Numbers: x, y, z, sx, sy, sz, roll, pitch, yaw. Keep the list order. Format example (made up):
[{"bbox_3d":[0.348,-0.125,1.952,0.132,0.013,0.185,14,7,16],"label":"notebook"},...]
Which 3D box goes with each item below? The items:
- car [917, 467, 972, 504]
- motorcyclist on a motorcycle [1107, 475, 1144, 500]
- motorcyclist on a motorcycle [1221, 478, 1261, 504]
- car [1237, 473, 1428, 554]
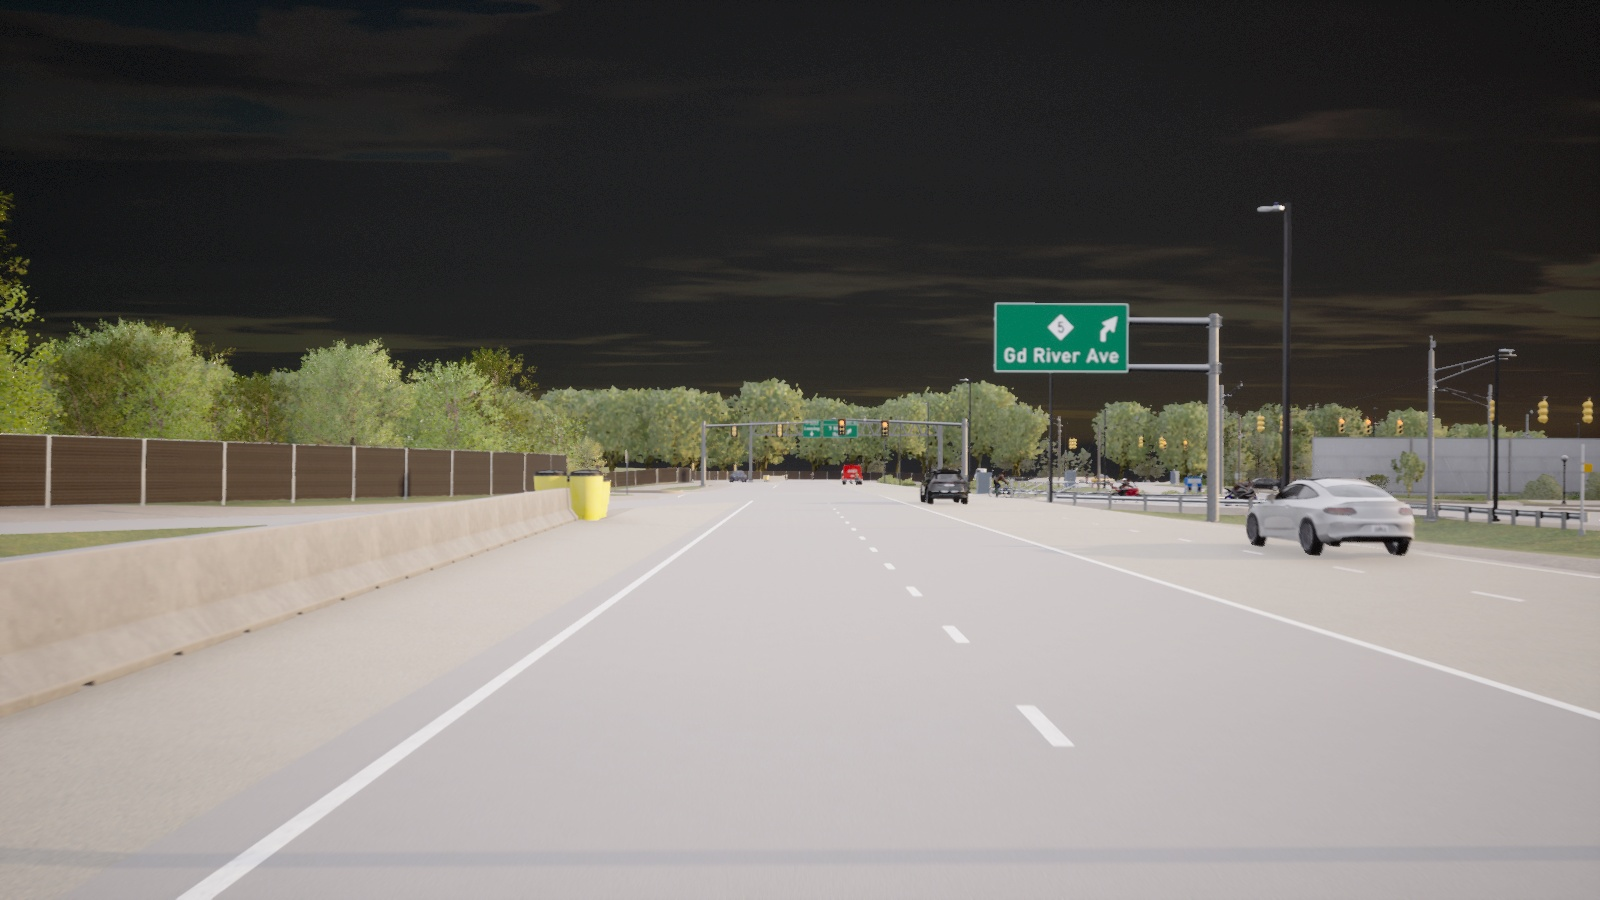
[{"bbox_3d":[6.856,1.669,60.082,2.033,1.649,4.856,0,-1,0],"label":"car"},{"bbox_3d":[20.302,2.345,78.282,2.044,1.523,0.797,1,-1,0],"label":"motorcyclist on a motorcycle"},{"bbox_3d":[27.515,2.541,78.390,2.191,1.530,0.866,-1,-1,-2],"label":"motorcyclist on a motorcycle"},{"bbox_3d":[10.440,1.199,25.042,1.812,1.442,4.674,0,-1,0],"label":"car"}]
